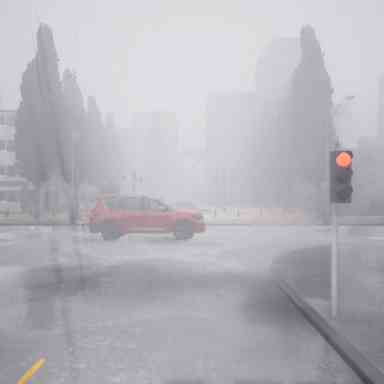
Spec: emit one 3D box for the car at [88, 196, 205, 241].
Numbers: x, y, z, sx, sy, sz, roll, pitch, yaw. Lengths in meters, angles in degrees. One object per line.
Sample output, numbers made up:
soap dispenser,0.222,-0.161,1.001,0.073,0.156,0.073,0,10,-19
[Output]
car,-2.145,1.223,16.160,5.566,2.045,2.150,0,0,0
